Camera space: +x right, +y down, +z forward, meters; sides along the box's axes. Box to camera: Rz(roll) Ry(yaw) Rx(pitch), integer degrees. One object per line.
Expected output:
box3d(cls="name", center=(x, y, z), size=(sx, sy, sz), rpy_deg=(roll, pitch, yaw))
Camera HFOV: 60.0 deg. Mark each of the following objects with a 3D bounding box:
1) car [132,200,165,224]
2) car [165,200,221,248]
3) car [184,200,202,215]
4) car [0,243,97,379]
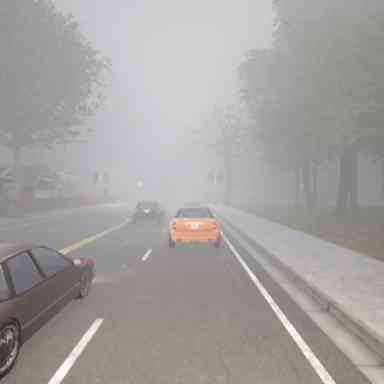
box3d(cls="car", center=(-3.151, 1.402, 25.110), size=(2.097, 1.767, 4.553), rpy_deg=(0, 0, 0))
box3d(cls="car", center=(0.101, 1.377, 15.142), size=(2.097, 1.767, 4.553), rpy_deg=(0, 0, 0))
box3d(cls="car", center=(0.099, 1.600, 35.504), size=(1.837, 1.490, 4.892), rpy_deg=(0, 0, 0))
box3d(cls="car", center=(-3.148, 1.555, 5.384), size=(2.033, 1.411, 5.357), rpy_deg=(0, 0, 0))
